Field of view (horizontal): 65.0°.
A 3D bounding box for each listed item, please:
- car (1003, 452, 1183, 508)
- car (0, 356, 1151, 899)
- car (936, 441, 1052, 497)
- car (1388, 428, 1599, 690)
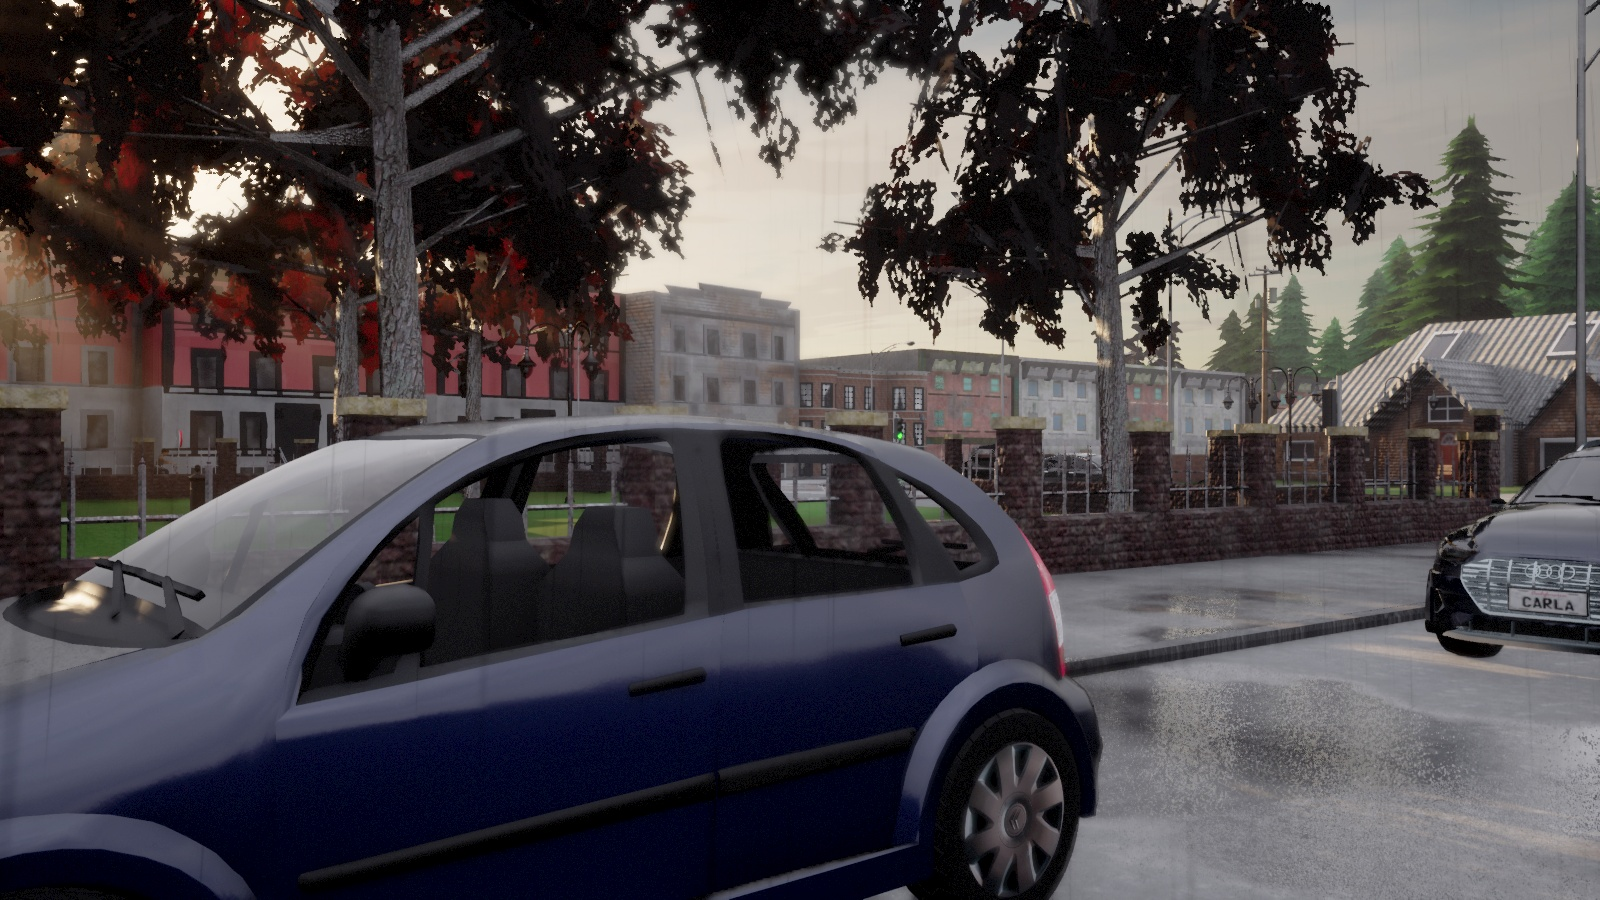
[{"bbox_3d":[8.322,0.820,36.042,1.837,1.490,4.892,0,0,-40],"label":"car"},{"bbox_3d":[-0.932,0.654,3.663,3.988,1.617,1.851,0,0,-40],"label":"car"},{"bbox_3d":[6.777,0.636,44.143,1.905,1.878,3.866,0,0,-35],"label":"car"},{"bbox_3d":[6.666,0.684,9.715,4.856,1.649,2.033,0,0,-41],"label":"car"}]
